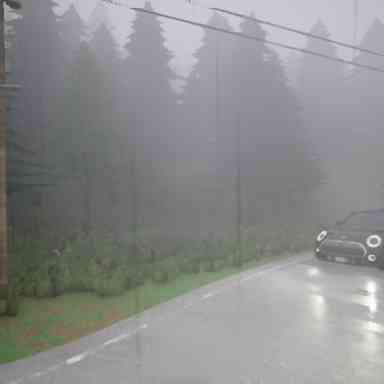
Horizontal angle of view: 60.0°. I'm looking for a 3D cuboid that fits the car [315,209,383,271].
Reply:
[{"bbox_3d":[6.092,1.377,11.106,4.553,1.767,2.097,0,0,-38],"label":"car"}]
